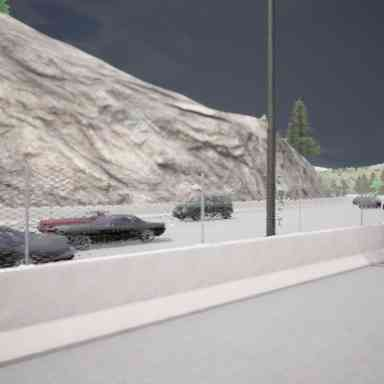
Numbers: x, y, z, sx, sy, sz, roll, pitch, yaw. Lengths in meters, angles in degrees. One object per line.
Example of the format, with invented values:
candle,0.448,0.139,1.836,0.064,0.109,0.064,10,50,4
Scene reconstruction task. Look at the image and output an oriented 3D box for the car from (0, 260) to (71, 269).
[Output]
car,-5.888,1.569,8.436,5.357,1.411,2.033,0,0,-36
